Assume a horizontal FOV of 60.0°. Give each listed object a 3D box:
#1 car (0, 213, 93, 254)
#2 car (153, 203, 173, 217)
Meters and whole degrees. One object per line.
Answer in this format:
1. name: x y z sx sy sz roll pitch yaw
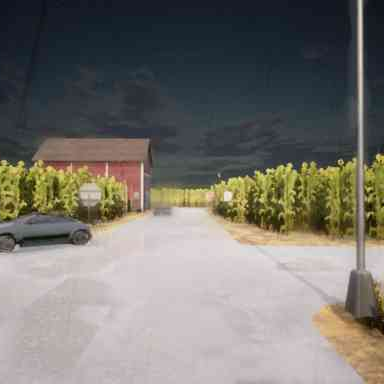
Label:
1. car: -6.173 1.529 13.294 4.181 1.385 1.994 1 -2 -39
2. car: -3.123 1.934 36.456 2.033 1.411 5.357 0 -1 0
